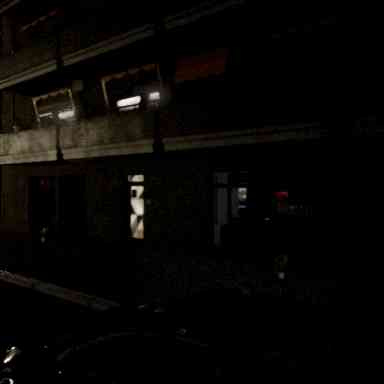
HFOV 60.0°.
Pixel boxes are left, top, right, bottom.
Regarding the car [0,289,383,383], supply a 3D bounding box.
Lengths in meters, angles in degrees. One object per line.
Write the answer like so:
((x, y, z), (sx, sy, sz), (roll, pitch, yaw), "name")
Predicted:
((0.085, 1.566, 2.804), (4.313, 1.339, 1.947), (0, 0, 35), "car")
